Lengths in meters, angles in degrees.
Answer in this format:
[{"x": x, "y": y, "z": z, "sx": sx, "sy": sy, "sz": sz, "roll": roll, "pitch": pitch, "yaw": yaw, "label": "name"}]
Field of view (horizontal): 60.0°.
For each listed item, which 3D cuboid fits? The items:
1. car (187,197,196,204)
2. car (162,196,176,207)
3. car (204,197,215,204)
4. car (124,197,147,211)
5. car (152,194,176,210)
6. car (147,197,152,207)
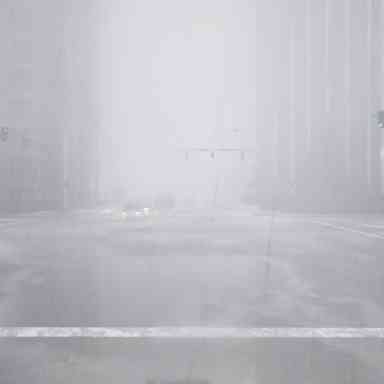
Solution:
[{"x": -0.096, "y": 1.630, "z": 65.574, "sx": 1.895, "sy": 1.301, "sz": 4.718, "roll": 0, "pitch": 0, "yaw": 0, "label": "car"}, {"x": -3.659, "y": 1.502, "z": 54.375, "sx": 1.882, "sy": 1.535, "sz": 5.008, "roll": 0, "pitch": 0, "yaw": 0, "label": "car"}, {"x": 3.405, "y": 1.630, "z": 65.039, "sx": 1.895, "sy": 1.301, "sz": 4.718, "roll": 0, "pitch": 0, "yaw": 0, "label": "car"}, {"x": -7.159, "y": 1.496, "z": 41.283, "sx": 1.882, "sy": 1.535, "sz": 5.008, "roll": 0, "pitch": 0, "yaw": 0, "label": "car"}, {"x": -3.663, "y": 1.241, "z": 44.379, "sx": 2.150, "sy": 2.045, "sz": 5.566, "roll": 0, "pitch": 0, "yaw": 0, "label": "car"}, {"x": -7.161, "y": 1.514, "z": 50.770, "sx": 2.128, "sy": 1.511, "sz": 4.902, "roll": 0, "pitch": 0, "yaw": 0, "label": "car"}]
